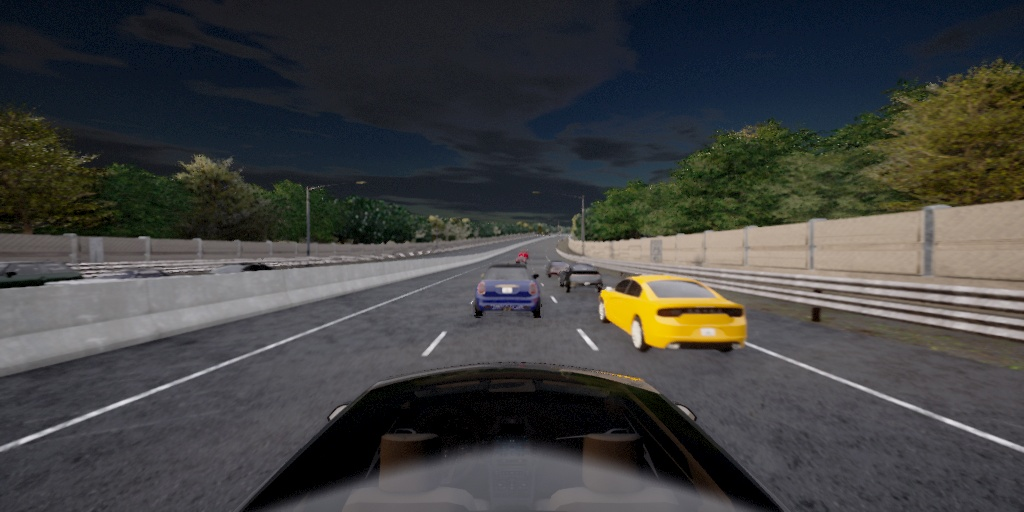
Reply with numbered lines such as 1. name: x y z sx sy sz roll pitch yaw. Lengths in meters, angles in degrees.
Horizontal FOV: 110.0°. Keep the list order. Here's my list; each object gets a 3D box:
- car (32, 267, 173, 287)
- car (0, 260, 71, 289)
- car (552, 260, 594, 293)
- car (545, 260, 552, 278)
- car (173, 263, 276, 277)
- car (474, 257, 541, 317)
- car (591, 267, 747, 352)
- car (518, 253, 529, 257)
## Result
1. car: -17.494 1.246 16.216 1.895 1.301 4.718 0 0 1
2. car: -21.006 1.005 14.808 2.097 1.767 4.553 0 1 1
3. car: 3.647 1.125 19.775 2.128 1.511 4.902 0 1 1
4. car: 3.872 1.063 30.663 2.033 1.411 5.357 0 1 1
5. car: -13.958 1.136 18.322 1.837 1.490 4.892 0 0 1
6. car: -0.083 1.038 12.961 2.097 1.767 4.553 0 0 2
7. car: 3.523 1.194 8.884 1.882 1.535 5.008 0 0 0
8. car: 1.438 0.696 57.981 1.895 1.301 4.718 0 1 3
